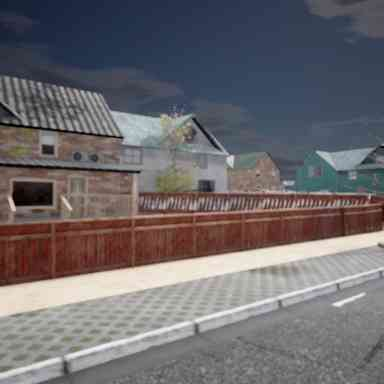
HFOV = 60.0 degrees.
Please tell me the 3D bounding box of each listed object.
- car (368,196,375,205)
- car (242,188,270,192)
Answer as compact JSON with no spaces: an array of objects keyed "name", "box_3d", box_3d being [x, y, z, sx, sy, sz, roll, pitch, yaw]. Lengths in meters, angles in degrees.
[{"name":"car","box_3d":[15.162,1.137,26.887,1.882,1.535,5.008,1,1,-35]},{"name":"car","box_3d":[7.706,0.596,37.361,2.150,2.045,5.566,1,1,-35]}]
